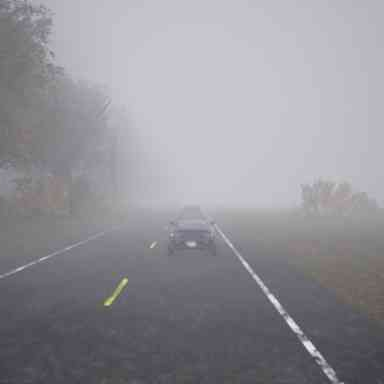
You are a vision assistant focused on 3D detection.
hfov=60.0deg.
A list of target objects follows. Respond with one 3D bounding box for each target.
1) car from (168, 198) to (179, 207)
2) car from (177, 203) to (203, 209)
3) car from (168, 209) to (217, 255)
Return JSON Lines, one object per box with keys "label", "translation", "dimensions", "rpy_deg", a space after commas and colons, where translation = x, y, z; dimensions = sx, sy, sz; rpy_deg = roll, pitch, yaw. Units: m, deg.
{"label": "car", "translation": [-3.553, 1.958, 64.576], "dimensions": [2.097, 1.767, 4.553], "rpy_deg": [0, -1, 1]}
{"label": "car", "translation": [0.010, 1.839, 28.370], "dimensions": [1.994, 1.385, 4.181], "rpy_deg": [0, 0, 1]}
{"label": "car", "translation": [0.020, 1.662, 13.883], "dimensions": [1.812, 1.442, 4.674], "rpy_deg": [0, 0, 1]}
